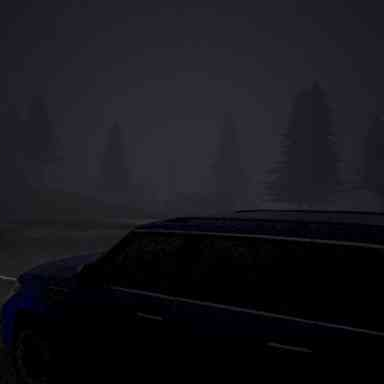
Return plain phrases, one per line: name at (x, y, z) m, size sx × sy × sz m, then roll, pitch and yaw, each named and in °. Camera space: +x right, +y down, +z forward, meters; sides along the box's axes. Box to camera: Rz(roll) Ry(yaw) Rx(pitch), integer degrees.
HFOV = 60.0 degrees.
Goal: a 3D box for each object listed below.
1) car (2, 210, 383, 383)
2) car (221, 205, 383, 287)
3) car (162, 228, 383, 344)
car at (0.316, 1.219, 3.515) m, size 5.566 × 2.045 × 2.150 m, roll 0°, pitch 0°, yaw 34°
car at (3.361, 1.333, 9.774) m, size 4.553 × 1.767 × 2.097 m, roll 0°, pitch 0°, yaw 34°
car at (1.841, 1.590, 6.661) m, size 4.718 × 1.301 × 1.895 m, roll 0°, pitch 0°, yaw 34°
